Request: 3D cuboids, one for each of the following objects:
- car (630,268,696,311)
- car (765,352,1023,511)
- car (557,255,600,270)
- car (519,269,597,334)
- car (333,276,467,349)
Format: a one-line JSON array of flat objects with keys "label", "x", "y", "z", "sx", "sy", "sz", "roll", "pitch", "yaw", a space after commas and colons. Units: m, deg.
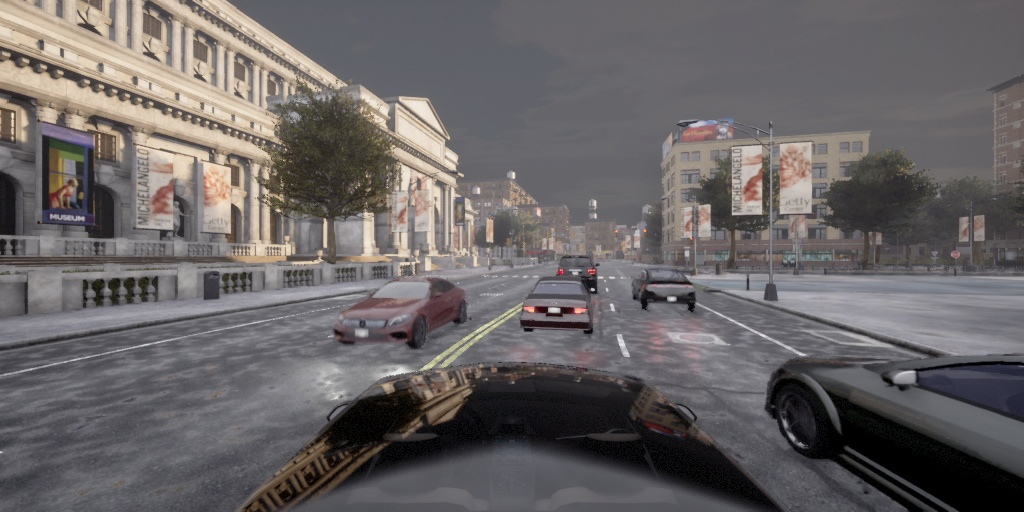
[{"label": "car", "x": 6.001, "y": 1.243, "z": 14.604, "sx": 2.128, "sy": 1.511, "sz": 4.902, "roll": 0, "pitch": 0, "yaw": 13}, {"label": "car", "x": 3.833, "y": 1.314, "z": 2.338, "sx": 1.994, "sy": 1.385, "sz": 4.181, "roll": 0, "pitch": 0, "yaw": 1}, {"label": "car", "x": 3.821, "y": 0.971, "z": 20.710, "sx": 2.150, "sy": 2.045, "sz": 5.566, "roll": 0, "pitch": 0, "yaw": 14}, {"label": "car", "x": 1.473, "y": 1.297, "z": 10.734, "sx": 2.033, "sy": 1.411, "sz": 5.357, "roll": 0, "pitch": 0, "yaw": 11}, {"label": "car", "x": -2.565, "y": 1.276, "z": 9.448, "sx": 1.812, "sy": 1.442, "sz": 4.674, "roll": 0, "pitch": 0, "yaw": 11}]
